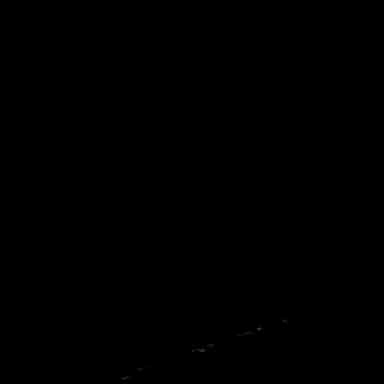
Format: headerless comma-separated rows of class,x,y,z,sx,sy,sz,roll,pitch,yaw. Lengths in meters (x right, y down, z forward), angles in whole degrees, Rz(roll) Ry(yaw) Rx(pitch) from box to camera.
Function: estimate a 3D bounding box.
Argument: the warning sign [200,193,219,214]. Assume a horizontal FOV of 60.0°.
warning sign,1.603,1.011,30.366,1.300,1.860,1.060,-1,0,-36
